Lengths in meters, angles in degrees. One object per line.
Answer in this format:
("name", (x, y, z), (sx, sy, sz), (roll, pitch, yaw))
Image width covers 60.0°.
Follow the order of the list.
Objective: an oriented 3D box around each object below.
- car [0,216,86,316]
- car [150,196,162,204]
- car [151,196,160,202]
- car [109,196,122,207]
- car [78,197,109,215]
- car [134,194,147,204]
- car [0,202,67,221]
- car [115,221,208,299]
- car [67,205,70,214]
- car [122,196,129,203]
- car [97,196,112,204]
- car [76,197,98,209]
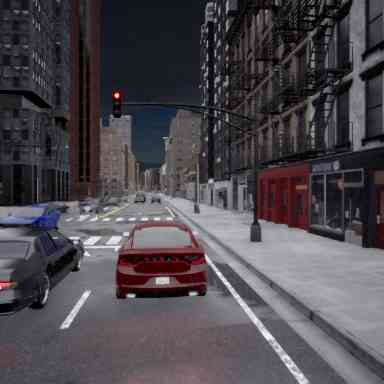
("car", (-3.901, 1.547, 7.702), (2.033, 1.411, 5.357), (0, 0, -6))
("car", (-7.052, 1.532, 65.168), (1.837, 1.490, 4.892), (0, 0, -6))
("car", (-8.304, 1.571, 75.471), (2.033, 1.411, 5.357), (0, 0, -6))
("car", (-12.138, 1.525, 50.402), (1.837, 1.490, 4.892), (0, 0, -6))
("car", (-10.375, 1.502, 34.583), (2.128, 1.511, 4.902), (0, 0, -6))
("car", (-10.410, 1.628, 65.946), (1.895, 1.301, 4.718), (0, 0, -6))
("car", (-8.504, 1.479, 17.844), (1.882, 1.535, 5.008), (0, 0, -6))
("car", (-0.794, 1.477, 8.568), (1.882, 1.535, 5.008), (0, 0, -6))
("car", (-13.402, 1.610, 32.397), (1.895, 1.301, 4.718), (0, 0, -6))
("car", (-14.003, 1.531, 67.941), (1.837, 1.490, 4.892), (0, 0, -6))
("car", (-16.863, 1.574, 64.129), (2.033, 1.411, 5.357), (0, 0, -6))
("car", (-15.155, 1.510, 48.120), (2.128, 1.511, 4.902), (0, 0, -6))
